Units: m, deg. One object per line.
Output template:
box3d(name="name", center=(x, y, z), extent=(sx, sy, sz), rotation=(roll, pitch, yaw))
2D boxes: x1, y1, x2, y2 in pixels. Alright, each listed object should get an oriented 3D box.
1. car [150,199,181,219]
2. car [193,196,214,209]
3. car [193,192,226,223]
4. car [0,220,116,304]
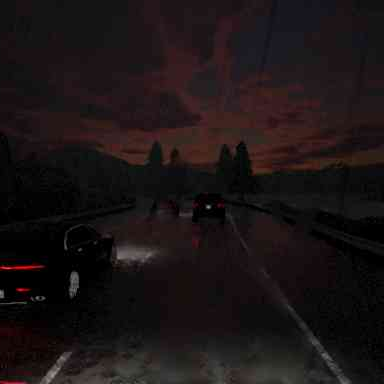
box3d(name="car", center=(-2.077, 1.289, 26.475), extent=(1.837, 1.490, 4.892), rotation=(0, 0, 4))
box3d(name="car", center=(1.383, 1.215, 41.558), extent=(2.033, 1.411, 5.357), rotation=(0, 0, -5))
box3d(name="car", center=(1.251, 1.032, 23.888), extent=(2.150, 2.045, 5.566), rotation=(0, 1, 4))
box3d(name="car", center=(-3.196, 1.437, 7.963), extent=(1.837, 1.490, 4.892), rotation=(0, 0, 2))
